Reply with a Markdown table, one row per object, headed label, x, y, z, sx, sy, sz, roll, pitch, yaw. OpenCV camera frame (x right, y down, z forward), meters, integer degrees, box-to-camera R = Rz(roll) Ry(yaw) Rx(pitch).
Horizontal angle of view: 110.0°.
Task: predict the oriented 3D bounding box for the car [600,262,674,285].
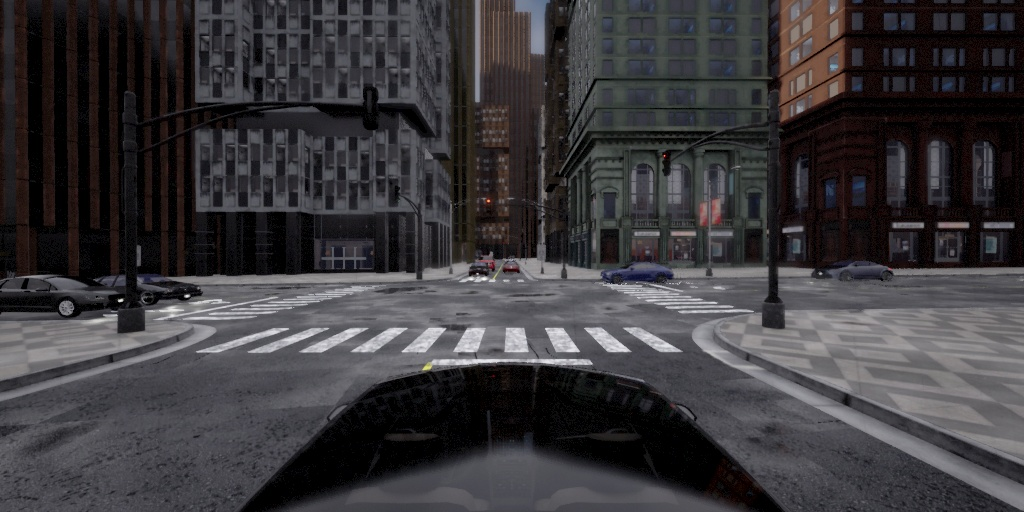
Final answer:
| label | x | y | z | sx | sy | sz | roll | pitch | yaw |
| --- | --- | --- | --- | --- | --- | --- | --- | --- | --- |
| car | 8.232 | 1.118 | 23.740 | 4.674 | 1.442 | 1.812 | -1 | 0 | 0 |

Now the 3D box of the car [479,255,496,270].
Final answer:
| label | x | y | z | sx | sy | sz | roll | pitch | yaw |
| --- | --- | --- | --- | --- | --- | --- | --- | --- | --- |
| car | -3.332 | 0.934 | 46.872 | 2.150 | 2.045 | 5.566 | 0 | 0 | -1 |

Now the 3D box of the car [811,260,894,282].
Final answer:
| label | x | y | z | sx | sy | sz | roll | pitch | yaw |
| --- | --- | --- | --- | --- | --- | --- | --- | --- | --- |
| car | 22.463 | 0.970 | 23.779 | 4.181 | 1.385 | 1.994 | -1 | 0 | 0 |

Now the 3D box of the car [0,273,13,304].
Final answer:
| label | x | y | z | sx | sy | sz | roll | pitch | yaw |
| --- | --- | --- | --- | --- | --- | --- | --- | --- | --- |
| car | -27.350 | 1.609 | 16.942 | 4.892 | 1.490 | 1.837 | -1 | 0 | 0 |

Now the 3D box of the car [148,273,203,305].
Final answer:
| label | x | y | z | sx | sy | sz | roll | pitch | yaw |
| --- | --- | --- | --- | --- | --- | --- | --- | --- | --- |
| car | -17.863 | 1.523 | 17.023 | 5.357 | 1.411 | 2.033 | -1 | 0 | 5 |

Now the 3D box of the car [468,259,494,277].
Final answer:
| label | x | y | z | sx | sy | sz | roll | pitch | yaw |
| --- | --- | --- | --- | --- | --- | --- | --- | --- | --- |
| car | -3.236 | 1.276 | 36.193 | 2.033 | 1.411 | 5.357 | 0 | 0 | 0 |

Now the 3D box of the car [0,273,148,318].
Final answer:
| label | x | y | z | sx | sy | sz | roll | pitch | yaw |
| --- | --- | --- | --- | --- | --- | --- | --- | --- | --- |
| car | -17.420 | 1.492 | 13.717 | 4.892 | 1.490 | 1.837 | -1 | 0 | 0 |

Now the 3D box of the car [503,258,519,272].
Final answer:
| label | x | y | z | sx | sy | sz | roll | pitch | yaw |
| --- | --- | --- | --- | --- | --- | --- | --- | --- | --- |
| car | -0.112 | 1.279 | 44.704 | 1.994 | 1.385 | 4.181 | 0 | 0 | 0 |
